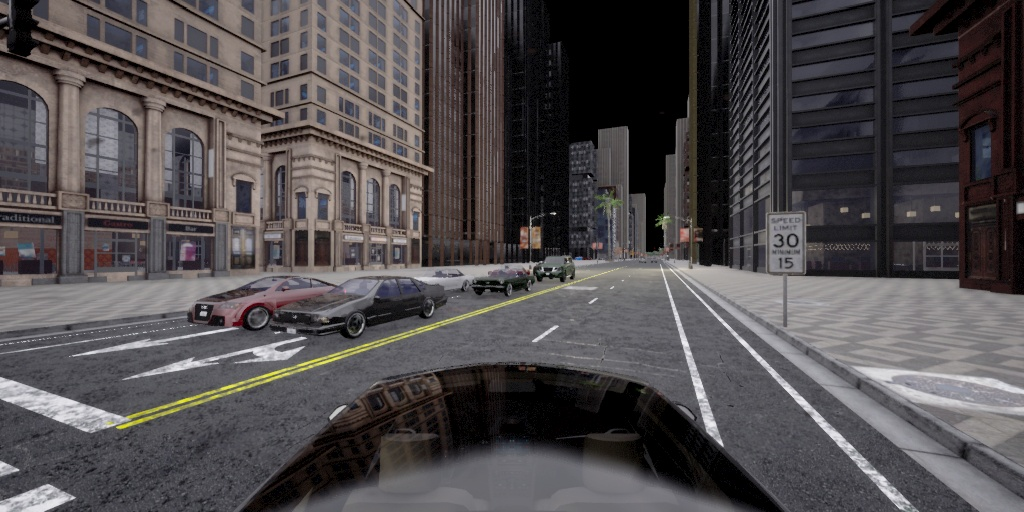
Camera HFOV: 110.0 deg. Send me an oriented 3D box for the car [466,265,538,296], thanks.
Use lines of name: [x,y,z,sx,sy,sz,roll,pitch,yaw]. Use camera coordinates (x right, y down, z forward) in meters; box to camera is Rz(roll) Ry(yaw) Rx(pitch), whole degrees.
car: [-0.352,1.357,19.423,1.895,1.301,4.718,0,0,22]

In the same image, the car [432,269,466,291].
car: [-3.936,1.356,19.244,1.895,1.301,4.718,0,0,22]

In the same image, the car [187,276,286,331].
car: [-7.236,1.315,11.128,1.994,1.385,4.181,0,0,22]

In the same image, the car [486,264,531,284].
car: [-0.177,1.364,28.469,1.895,1.301,4.718,0,0,22]

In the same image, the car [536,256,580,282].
car: [3.686,0.986,29.328,2.150,2.045,5.566,0,0,22]

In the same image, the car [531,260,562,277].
car: [3.708,1.250,37.907,1.882,1.535,5.008,0,0,23]

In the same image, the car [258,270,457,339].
car: [-3.969,1.299,10.542,2.033,1.411,5.357,0,0,22]
